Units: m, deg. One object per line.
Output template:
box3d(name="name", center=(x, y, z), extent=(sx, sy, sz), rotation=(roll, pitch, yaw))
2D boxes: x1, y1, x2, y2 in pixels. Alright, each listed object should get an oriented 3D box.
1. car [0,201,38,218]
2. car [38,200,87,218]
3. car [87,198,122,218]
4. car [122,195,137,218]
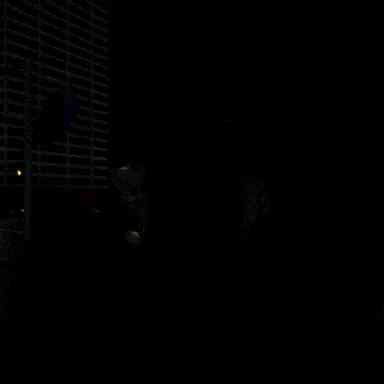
box3d(name="car", center=(-15.458, 1.546, 30.638), extent=(2.033, 1.411, 5.357), rotation=(0, 0, 35))
box3d(name="car", center=(-11.086, 1.476, 30.754), extent=(1.882, 1.535, 5.008), rotation=(0, 0, 35))
box3d(name="car", center=(-6.968, 1.562, 30.173), extent=(1.994, 1.385, 4.181), rotation=(0, 0, 35))
box3d(name="car", center=(-3.468, 1.350, 29.061), extent=(2.097, 1.767, 4.553), rotation=(0, 0, 35))
